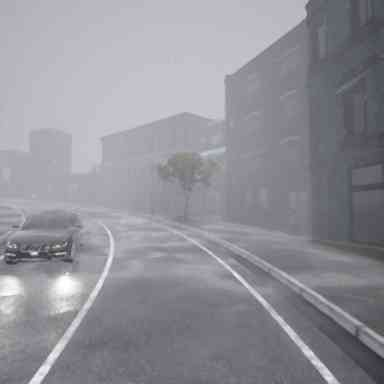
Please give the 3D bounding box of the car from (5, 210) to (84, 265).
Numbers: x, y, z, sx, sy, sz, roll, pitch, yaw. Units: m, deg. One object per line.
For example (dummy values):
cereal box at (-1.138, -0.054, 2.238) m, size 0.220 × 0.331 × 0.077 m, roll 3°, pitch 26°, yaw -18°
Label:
car at (-4.875, 1.423, 11.577) m, size 1.837 × 1.490 × 4.892 m, roll 1°, pitch 1°, yaw -12°
